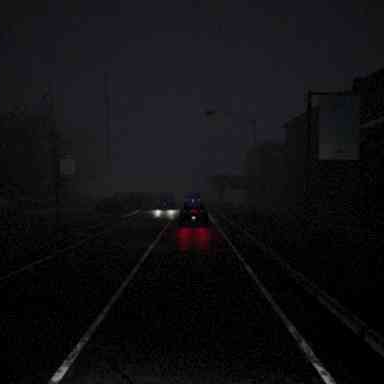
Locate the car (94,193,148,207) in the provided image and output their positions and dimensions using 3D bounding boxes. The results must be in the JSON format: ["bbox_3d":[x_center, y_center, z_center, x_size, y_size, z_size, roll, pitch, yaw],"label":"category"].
[{"bbox_3d":[-8.858,1.115,41.937,5.566,2.045,2.435,0,0,0],"label":"car"}]

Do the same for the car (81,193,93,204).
[{"bbox_3d":[-21.722,1.473,61.446,5.366,1.575,1.946,0,0,0],"label":"car"}]

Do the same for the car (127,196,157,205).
[{"bbox_3d":[-8.820,1.457,58.754,4.892,1.521,2.231,0,0,0],"label":"car"}]

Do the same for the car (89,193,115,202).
[{"bbox_3d":[-21.896,1.378,80.943,5.566,2.045,2.435,0,-1,0],"label":"car"}]

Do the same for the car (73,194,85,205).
[{"bbox_3d":[-21.903,1.496,58.661,4.674,1.452,2.002,0,0,0],"label":"car"}]

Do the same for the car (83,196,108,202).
[{"bbox_3d":[-21.915,1.579,75.372,5.008,1.535,2.097,0,0,0],"label":"car"}]

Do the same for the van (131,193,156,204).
[{"bbox_3d":[-8.944,1.249,61.558,4.442,1.987,1.878,0,0,0],"label":"van"}]

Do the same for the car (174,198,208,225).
[{"bbox_3d":[0.109,1.421,23.397,2.128,1.511,4.902,0,0,0],"label":"car"}]

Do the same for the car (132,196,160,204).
[{"bbox_3d":[-8.825,1.494,64.360,5.008,1.535,2.097,0,0,0],"label":"car"}]

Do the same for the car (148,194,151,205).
[{"bbox_3d":[-8.831,1.386,47.540,4.892,1.521,2.231,0,0,0],"label":"car"}]

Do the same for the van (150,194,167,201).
[{"bbox_3d":[-8.735,1.462,86.785,4.442,1.987,1.878,0,-1,0],"label":"van"}]

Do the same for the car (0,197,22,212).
[{"bbox_3d":[-21.910,1.361,36.385,5.008,1.535,2.097,0,0,0],"label":"car"}]

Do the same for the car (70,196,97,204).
[{"bbox_3d":[-21.883,1.544,67.017,4.792,1.488,2.163,0,0,0],"label":"car"}]

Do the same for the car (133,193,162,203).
[{"bbox_3d":[-8.861,1.263,67.166,5.566,2.045,2.435,0,0,0],"label":"car"}]

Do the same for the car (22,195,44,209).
[{"bbox_3d":[-21.914,1.366,41.954,5.008,1.535,2.097,0,0,0],"label":"car"}]

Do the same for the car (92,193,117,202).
[{"bbox_3d":[-21.900,1.406,83.604,5.566,2.045,2.435,0,-1,0],"label":"car"}]

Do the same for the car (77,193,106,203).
[{"bbox_3d":[-21.889,1.304,72.587,5.566,2.045,2.435,0,0,0],"label":"car"}]

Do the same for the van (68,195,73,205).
[{"bbox_3d":[-22.020,1.191,53.091,4.442,1.987,1.878,0,0,0],"label":"van"}]

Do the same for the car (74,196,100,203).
[{"bbox_3d":[-21.944,1.563,69.802,4.792,1.488,2.163,0,0,0],"label":"car"}]

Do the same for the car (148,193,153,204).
[{"bbox_3d":[-8.853,1.149,50.347,5.566,2.045,2.435,0,0,0],"label":"car"}]

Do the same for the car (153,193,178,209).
[{"bbox_3d":[-3.233,1.113,42.476,2.150,2.045,5.566,0,0,0],"label":"car"}]

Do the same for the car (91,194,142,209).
[{"bbox_3d":[-8.826,1.363,39.135,4.892,1.521,2.231,0,0,0],"label":"car"}]

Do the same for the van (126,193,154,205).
[{"bbox_3d":[-8.708,1.210,55.952,4.442,1.987,1.878,0,0,0],"label":"van"}]

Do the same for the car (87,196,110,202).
[{"bbox_3d":[-21.920,1.642,78.032,4.674,1.452,2.002,0,-1,0],"label":"car"}]

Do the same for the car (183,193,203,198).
[{"bbox_3d":[0.115,1.106,41.337,2.150,2.045,5.566,0,0,0],"label":"car"}]

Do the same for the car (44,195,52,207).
[{"bbox_3d":[-21.909,1.415,44.740,4.674,1.452,2.002,0,0,0],"label":"car"}]

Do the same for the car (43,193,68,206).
[{"bbox_3d":[-21.873,1.275,50.309,4.553,1.767,2.185,0,0,0],"label":"car"}]

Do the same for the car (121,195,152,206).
[{"bbox_3d":[-8.792,1.291,53.147,4.553,1.767,2.185,0,0,0],"label":"car"}]
